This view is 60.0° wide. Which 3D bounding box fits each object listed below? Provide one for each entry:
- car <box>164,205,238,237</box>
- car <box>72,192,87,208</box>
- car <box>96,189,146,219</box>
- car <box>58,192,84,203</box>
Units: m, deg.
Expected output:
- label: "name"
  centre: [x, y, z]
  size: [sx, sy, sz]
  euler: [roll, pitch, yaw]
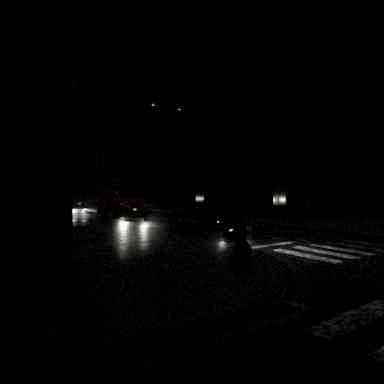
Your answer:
- label: "car"
  centre: [0.510, 1.376, 16.865]
  size: [1.895, 1.301, 4.718]
  euler: [0, 1, -35]
- label: "car"
  centre: [-12.823, 0.885, 35.836]
  size: [2.128, 1.511, 4.902]
  euler: [0, 1, -35]
- label: "car"
  centre: [-5.595, 0.827, 25.543]
  size: [2.150, 2.045, 5.566]
  euler: [0, 1, -35]
- label: "car"
  centre: [-17.182, 0.712, 47.125]
  size: [2.033, 1.411, 5.357]
  euler: [0, 1, -35]
